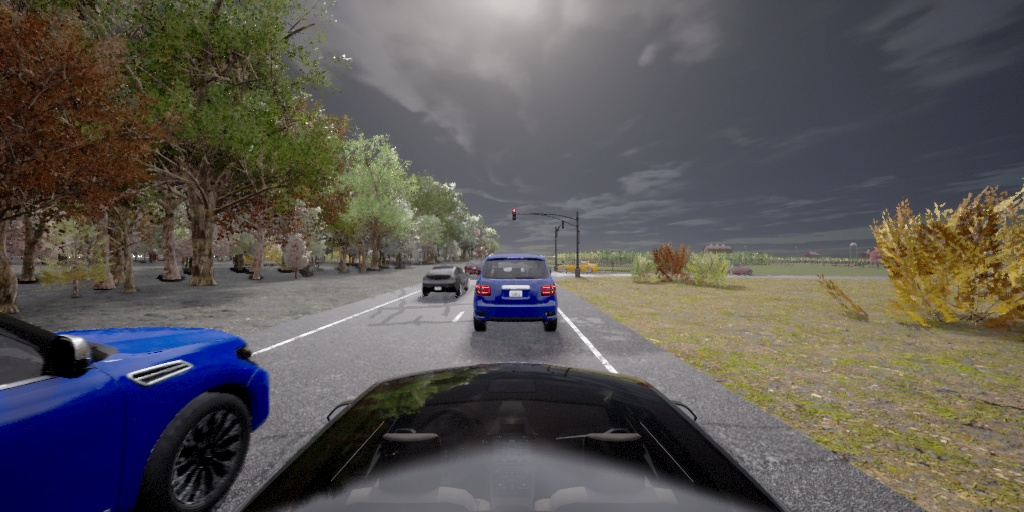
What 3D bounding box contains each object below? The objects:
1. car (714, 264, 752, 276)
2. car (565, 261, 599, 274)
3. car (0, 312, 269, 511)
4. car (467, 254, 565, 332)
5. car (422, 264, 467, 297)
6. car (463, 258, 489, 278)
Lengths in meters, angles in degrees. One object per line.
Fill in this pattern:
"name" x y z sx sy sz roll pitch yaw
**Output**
"car" 26.628 1.662 43.453 4.181 1.385 1.994 1 -1 0
"car" 8.268 1.395 44.689 5.008 1.535 1.882 0 -1 16
"car" -3.396 0.969 1.040 2.150 2.045 5.566 0 0 0
"car" 0.089 0.974 11.054 2.150 2.045 5.566 0 0 0
"car" -3.425 1.258 18.980 1.837 1.490 4.892 0 0 0
"car" -3.450 1.107 35.182 2.097 1.767 4.553 0 0 0
